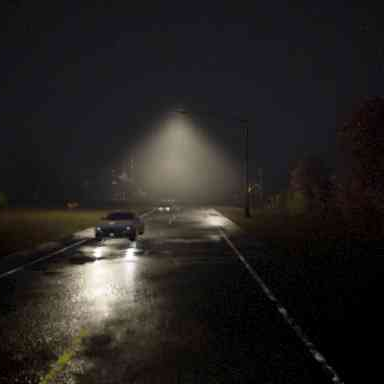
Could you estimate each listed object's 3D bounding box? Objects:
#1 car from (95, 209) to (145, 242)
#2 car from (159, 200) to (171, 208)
[{"bbox_3d":[-3.593,1.657,17.238,1.812,1.442,4.674,0,0,0],"label":"car"},{"bbox_3d":[-4.817,2.036,58.686,1.994,1.385,4.181,0,0,-6],"label":"car"}]
